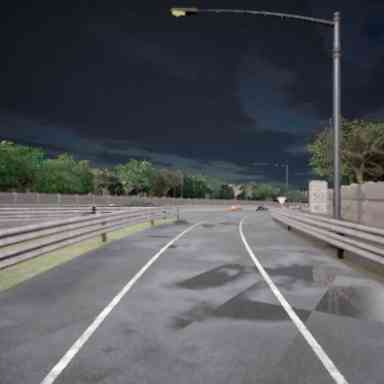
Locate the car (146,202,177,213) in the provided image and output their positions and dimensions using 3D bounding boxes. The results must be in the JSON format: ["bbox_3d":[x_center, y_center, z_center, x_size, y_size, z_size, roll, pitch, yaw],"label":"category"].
[{"bbox_3d":[-3.766,2.529,45.694,1.837,1.490,4.892,-1,-2,31],"label":"car"}]

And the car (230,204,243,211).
[{"bbox_3d":[11.409,3.912,84.712,2.097,1.767,4.553,-1,-2,31],"label":"car"}]

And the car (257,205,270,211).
[{"bbox_3d":[17.432,3.977,81.142,1.837,1.490,4.892,-1,-2,31],"label":"car"}]

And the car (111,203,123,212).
[{"bbox_3d":[-9.797,2.457,49.251,2.097,1.767,4.553,-1,-2,31],"label":"car"}]

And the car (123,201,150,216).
[{"bbox_3d":[-6.746,2.286,47.534,2.150,2.045,5.566,-1,-2,31],"label":"car"}]
